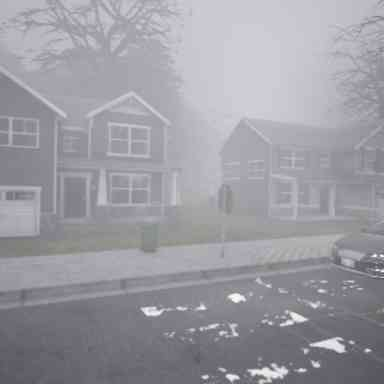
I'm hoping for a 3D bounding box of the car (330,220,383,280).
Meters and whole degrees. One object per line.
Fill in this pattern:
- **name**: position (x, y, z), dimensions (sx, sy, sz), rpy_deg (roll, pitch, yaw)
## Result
- **car**: position (5.971, 1.439, 9.031), dimensions (4.902, 1.511, 2.128), rpy_deg (0, 1, -25)
